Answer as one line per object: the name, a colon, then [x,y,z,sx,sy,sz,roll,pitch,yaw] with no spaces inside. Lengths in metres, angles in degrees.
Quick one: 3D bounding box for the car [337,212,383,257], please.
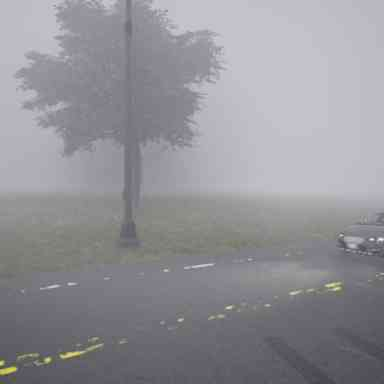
car: [7.371,1.491,12.055,4.902,1.511,2.128,0,0,-29]
